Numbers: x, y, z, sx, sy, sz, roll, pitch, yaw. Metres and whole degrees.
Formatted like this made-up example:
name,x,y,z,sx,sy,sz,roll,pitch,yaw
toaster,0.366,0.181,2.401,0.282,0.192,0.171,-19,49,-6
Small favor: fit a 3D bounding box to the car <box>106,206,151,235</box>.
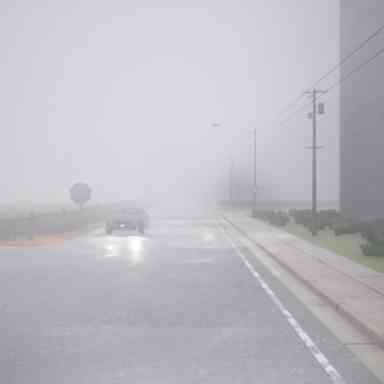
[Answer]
name,x,y,z,sx,sy,sz,roll,pitch,yaw
car,-3.512,1.517,18.863,1.994,1.385,4.181,0,0,0
